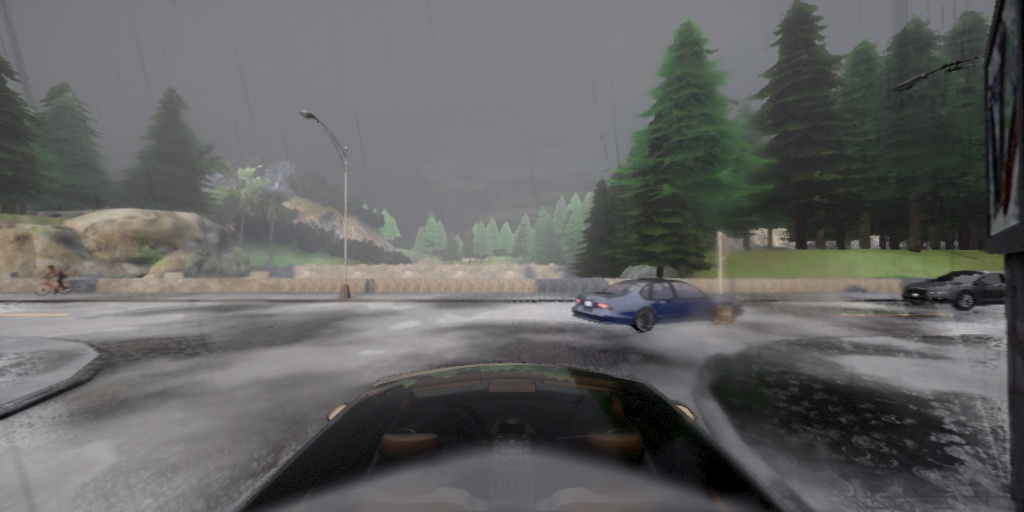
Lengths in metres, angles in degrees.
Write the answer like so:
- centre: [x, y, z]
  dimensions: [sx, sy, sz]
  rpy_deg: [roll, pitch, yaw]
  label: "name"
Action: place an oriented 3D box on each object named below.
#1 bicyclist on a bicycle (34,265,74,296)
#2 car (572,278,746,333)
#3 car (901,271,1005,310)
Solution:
- centre: [-24.484, 1.301, 19.201]
  dimensions: [0.582, 1.620, 1.656]
  rpy_deg: [0, 0, 0]
  label: "bicyclist on a bicycle"
- centre: [4.498, 1.394, 10.937]
  dimensions: [5.357, 1.411, 2.033]
  rpy_deg: [0, -1, -21]
  label: "car"
- centre: [19.225, 1.388, 14.924]
  dimensions: [4.892, 1.490, 1.837]
  rpy_deg: [0, -1, 0]
  label: "car"
